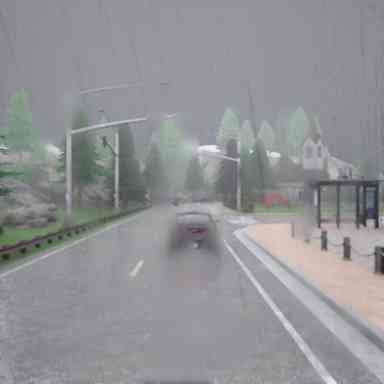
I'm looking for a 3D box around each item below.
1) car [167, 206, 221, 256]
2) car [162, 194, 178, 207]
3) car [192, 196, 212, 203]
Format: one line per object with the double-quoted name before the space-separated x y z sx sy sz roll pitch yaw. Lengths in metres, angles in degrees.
"car" 0.078 1.521 13.217 1.837 1.490 4.892 0 0 0
"car" -3.531 1.286 53.891 2.150 2.045 5.566 0 0 2
"car" 2.145 1.624 69.927 2.033 1.411 5.357 0 0 35
